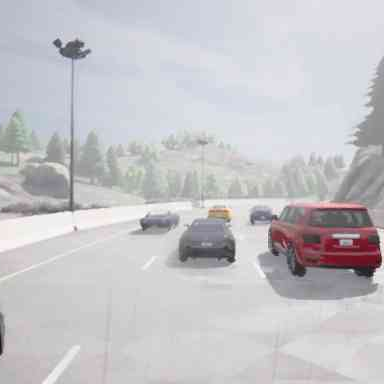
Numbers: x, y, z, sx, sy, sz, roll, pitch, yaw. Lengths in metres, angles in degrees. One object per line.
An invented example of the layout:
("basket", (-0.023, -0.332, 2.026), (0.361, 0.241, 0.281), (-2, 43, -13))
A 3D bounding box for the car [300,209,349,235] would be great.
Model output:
("car", (8.518, 1.864, 21.867), (1.895, 1.301, 4.718), (0, -1, 7))

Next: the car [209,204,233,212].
("car", (2.558, 1.799, 29.638), (1.882, 1.535, 5.008), (0, 0, 9))

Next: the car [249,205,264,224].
("car", (5.853, 1.843, 28.057), (1.812, 1.442, 4.674), (0, 0, 9))

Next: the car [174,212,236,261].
("car", (0.625, 1.703, 12.894), (1.994, 1.385, 4.181), (0, -1, 4))

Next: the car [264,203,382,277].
("car", (3.968, 1.354, 10.884), (2.150, 2.045, 5.566), (0, 0, 3))

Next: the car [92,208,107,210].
("car", (-10.653, 1.942, 36.446), (1.895, 1.301, 4.718), (0, -1, 11))

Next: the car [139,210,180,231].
("car", (-2.007, 1.828, 22.279), (1.895, 1.301, 4.718), (0, -1, 7))

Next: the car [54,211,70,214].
("car", (-14.074, 1.812, 37.103), (1.882, 1.535, 5.008), (0, -1, 11))

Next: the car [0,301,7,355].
("car", (-3.348, 1.506, 2.372), (2.128, 1.511, 4.902), (0, 0, 1))
